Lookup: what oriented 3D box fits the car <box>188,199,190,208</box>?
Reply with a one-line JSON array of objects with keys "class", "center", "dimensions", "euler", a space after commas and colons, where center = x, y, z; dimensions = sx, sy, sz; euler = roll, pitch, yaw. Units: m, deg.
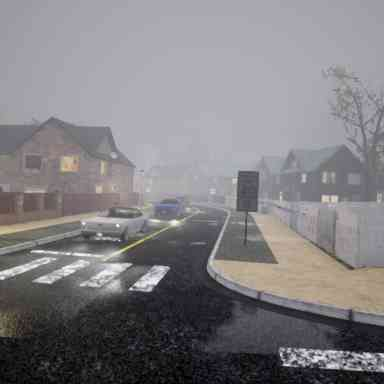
[{"class": "car", "center": [-1.400, 1.295, 45.139], "dimensions": [1.837, 1.490, 4.892], "euler": [3, -1, -9]}]

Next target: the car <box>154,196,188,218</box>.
[{"class": "car", "center": [-1.827, 1.273, 28.119], "dimensions": [1.882, 1.535, 5.008], "euler": [3, 1, 7]}]

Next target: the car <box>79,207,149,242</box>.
[{"class": "car", "center": [-3.463, 1.407, 15.652], "dimensions": [1.895, 1.301, 4.718], "euler": [3, 0, 7]}]
